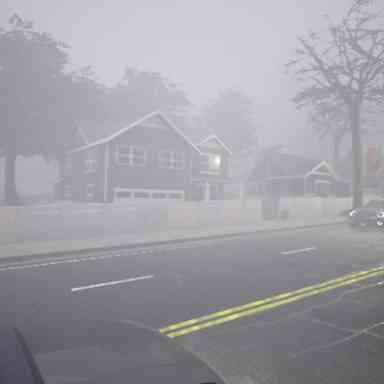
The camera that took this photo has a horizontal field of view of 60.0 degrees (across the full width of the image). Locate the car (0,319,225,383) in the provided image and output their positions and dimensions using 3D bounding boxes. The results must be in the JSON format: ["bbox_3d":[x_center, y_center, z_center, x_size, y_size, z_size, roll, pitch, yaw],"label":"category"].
[{"bbox_3d":[-2.243,1.552,1.839,5.357,1.411,2.033,0,0,-36],"label":"car"}]

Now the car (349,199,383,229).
[{"bbox_3d":[11.309,1.210,19.741,4.553,1.767,2.097,-1,0,-35],"label":"car"}]
